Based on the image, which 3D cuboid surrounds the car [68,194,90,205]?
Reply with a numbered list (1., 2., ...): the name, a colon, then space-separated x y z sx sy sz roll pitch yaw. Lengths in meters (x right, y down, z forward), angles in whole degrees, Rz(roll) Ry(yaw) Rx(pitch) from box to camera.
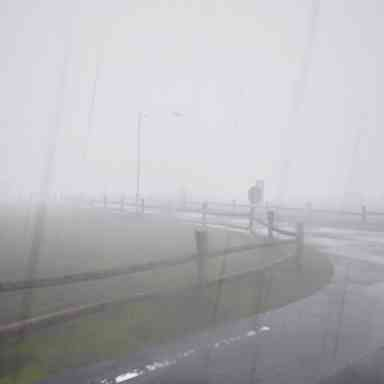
1. car: -15.095 0.961 44.616 2.033 1.411 5.357 1 0 -36
